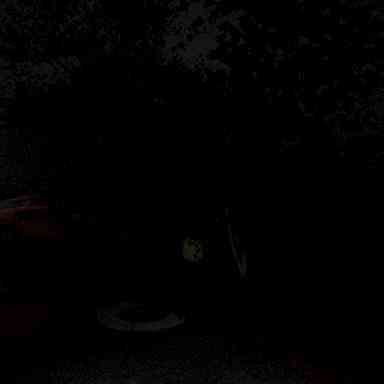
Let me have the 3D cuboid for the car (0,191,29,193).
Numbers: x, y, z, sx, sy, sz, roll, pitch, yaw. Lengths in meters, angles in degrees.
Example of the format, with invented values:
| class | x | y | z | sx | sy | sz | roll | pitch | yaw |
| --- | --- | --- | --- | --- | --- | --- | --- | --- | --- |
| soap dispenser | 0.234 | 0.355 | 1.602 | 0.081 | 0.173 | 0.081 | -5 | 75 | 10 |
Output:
| class | x | y | z | sx | sy | sz | roll | pitch | yaw |
| --- | --- | --- | --- | --- | --- | --- | --- | --- | --- |
| car | -12.316 | 0.925 | 24.583 | 5.366 | 1.575 | 1.946 | 1 | 2 | -30 |

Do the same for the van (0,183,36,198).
| class | x | y | z | sx | sy | sz | roll | pitch | yaw |
| --- | --- | --- | --- | --- | --- | --- | --- | --- | --- |
| van | -24.363 | -0.175 | 46.376 | 4.442 | 1.987 | 1.878 | 1 | 1 | -30 |

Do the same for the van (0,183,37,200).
| class | x | y | z | sx | sy | sz | roll | pitch | yaw |
| --- | --- | --- | --- | --- | --- | --- | --- | --- | --- |
| van | -21.812 | -0.009 | 41.438 | 4.442 | 1.987 | 1.878 | 1 | 1 | -30 |

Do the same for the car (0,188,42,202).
| class | x | y | z | sx | sy | sz | roll | pitch | yaw |
| --- | --- | --- | --- | --- | --- | --- | --- | --- | --- |
| car | -20.340 | 0.337 | 39.120 | 4.792 | 1.488 | 2.163 | 1 | 1 | -30 |

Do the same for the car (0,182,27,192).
| class | x | y | z | sx | sy | sz | roll | pitch | yaw |
| --- | --- | --- | --- | --- | --- | --- | --- | --- | --- |
| car | -38.245 | -1.039 | 70.478 | 5.566 | 2.045 | 2.435 | 1 | 1 | -30 |

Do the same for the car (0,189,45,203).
| class | x | y | z | sx | sy | sz | roll | pitch | yaw |
| --- | --- | --- | --- | --- | --- | --- | --- | --- | --- |
| car | -19.036 | 0.428 | 36.827 | 4.792 | 1.488 | 2.163 | 1 | 2 | -30 |

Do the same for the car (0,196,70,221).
| class | x | y | z | sx | sy | sz | roll | pitch | yaw |
| --- | --- | --- | --- | --- | --- | --- | --- | --- | --- |
| car | -10.790 | 1.078 | 22.269 | 4.674 | 1.452 | 2.002 | 1 | 2 | -30 |

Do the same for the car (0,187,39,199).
| class | x | y | z | sx | sy | sz | roll | pitch | yaw |
| --- | --- | --- | --- | --- | --- | --- | --- | --- | --- |
| car | -23.097 | 0.132 | 43.918 | 5.008 | 1.535 | 2.097 | 1 | 1 | -30 |

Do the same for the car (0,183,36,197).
| class | x | y | z | sx | sy | sz | roll | pitch | yaw |
| --- | --- | --- | --- | --- | --- | --- | --- | --- | --- |
| car | -27.227 | -0.370 | 51.116 | 5.566 | 2.045 | 2.435 | 1 | 1 | -30 |

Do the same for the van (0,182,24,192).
| class | x | y | z | sx | sy | sz | roll | pitch | yaw |
| --- | --- | --- | --- | --- | --- | --- | --- | --- | --- |
| van | -39.489 | -1.095 | 72.957 | 4.442 | 1.987 | 1.878 | 1 | 1 | -30 |

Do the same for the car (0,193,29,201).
| class | x | y | z | sx | sy | sz | roll | pitch | yaw |
| --- | --- | --- | --- | --- | --- | --- | --- | --- | --- |
| car | -8.079 | 1.123 | 17.577 | 4.553 | 1.767 | 2.185 | 1 | 2 | -30 |

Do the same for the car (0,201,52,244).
| class | x | y | z | sx | sy | sz | roll | pitch | yaw |
| --- | --- | --- | --- | --- | --- | --- | --- | --- | --- |
| car | -6.746 | 1.355 | 15.156 | 5.008 | 1.535 | 2.097 | 1 | 2 | -30 |

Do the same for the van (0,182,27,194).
| class | x | y | z | sx | sy | sz | roll | pitch | yaw |
| --- | --- | --- | --- | --- | --- | --- | --- | --- | --- |
| van | -34.011 | -0.762 | 63.331 | 4.442 | 1.987 | 1.878 | 1 | 1 | -30 |

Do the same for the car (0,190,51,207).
| class | x | y | z | sx | sy | sz | roll | pitch | yaw |
| --- | --- | --- | --- | --- | --- | --- | --- | --- | --- |
| car | -16.286 | 0.638 | 31.878 | 4.792 | 1.488 | 2.163 | 1 | 2 | -30 |

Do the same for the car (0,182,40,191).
| class | x | y | z | sx | sy | sz | roll | pitch | yaw |
| --- | --- | --- | --- | --- | --- | --- | --- | --- | --- |
| car | -14.859 | 0.466 | 29.494 | 5.566 | 2.045 | 2.435 | 1 | 2 | -30 |

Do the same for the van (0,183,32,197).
| class | x | y | z | sx | sy | sz | roll | pitch | yaw |
| --- | --- | --- | --- | --- | --- | --- | --- | --- | --- |
| van | -25.935 | -0.262 | 48.667 | 4.442 | 1.987 | 1.878 | 1 | 1 | -30 |
